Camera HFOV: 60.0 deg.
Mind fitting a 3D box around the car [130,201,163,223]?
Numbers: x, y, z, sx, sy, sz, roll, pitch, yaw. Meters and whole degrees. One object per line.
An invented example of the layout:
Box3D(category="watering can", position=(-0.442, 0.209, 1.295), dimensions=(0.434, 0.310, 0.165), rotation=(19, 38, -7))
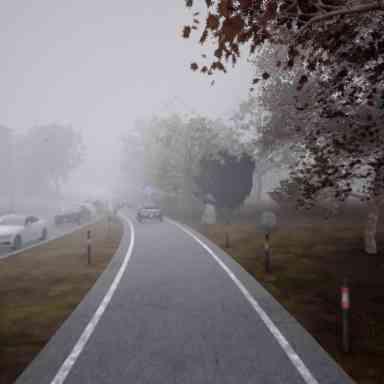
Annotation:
Box3D(category="car", position=(-3.462, 1.483, 26.030), dimensions=(2.128, 1.511, 4.902), rotation=(-1, 0, -14))

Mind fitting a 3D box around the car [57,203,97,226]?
Box3D(category="car", position=(-9.326, 1.748, 26.378), dimensions=(2.097, 1.535, 5.008), rotation=(-1, 0, -5))

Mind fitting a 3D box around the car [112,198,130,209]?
Box3D(category="car", position=(-8.896, 1.411, 42.145), dimensions=(1.895, 1.301, 4.718), rotation=(-1, 2, -23))

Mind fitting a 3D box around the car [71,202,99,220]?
Box3D(category="car", position=(-10.334, 1.816, 32.439), dimensions=(2.002, 1.452, 4.674), rotation=(1, 0, -10))

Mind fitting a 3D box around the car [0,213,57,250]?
Box3D(category="car", position=(-8.451, 1.792, 15.880), dimensions=(2.002, 1.452, 4.674), rotation=(0, 0, -2))
